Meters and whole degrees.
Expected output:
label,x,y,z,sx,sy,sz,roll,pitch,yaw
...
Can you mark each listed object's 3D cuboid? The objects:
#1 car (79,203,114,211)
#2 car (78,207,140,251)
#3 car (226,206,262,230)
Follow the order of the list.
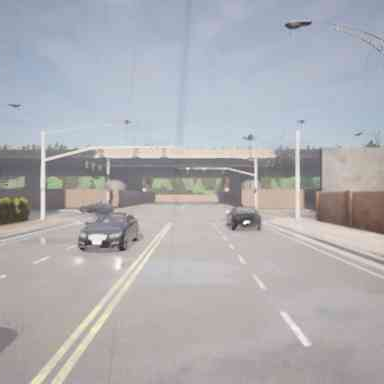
label,x,y,z,sx,sy,sz,roll,pitch,yaw
car,-11.623,1.975,40.801,4.181,1.385,1.994,0,-1,14
car,-3.561,1.656,14.973,2.128,1.511,4.902,0,-1,1
car,3.486,1.728,23.003,1.882,1.535,5.008,0,-1,0
